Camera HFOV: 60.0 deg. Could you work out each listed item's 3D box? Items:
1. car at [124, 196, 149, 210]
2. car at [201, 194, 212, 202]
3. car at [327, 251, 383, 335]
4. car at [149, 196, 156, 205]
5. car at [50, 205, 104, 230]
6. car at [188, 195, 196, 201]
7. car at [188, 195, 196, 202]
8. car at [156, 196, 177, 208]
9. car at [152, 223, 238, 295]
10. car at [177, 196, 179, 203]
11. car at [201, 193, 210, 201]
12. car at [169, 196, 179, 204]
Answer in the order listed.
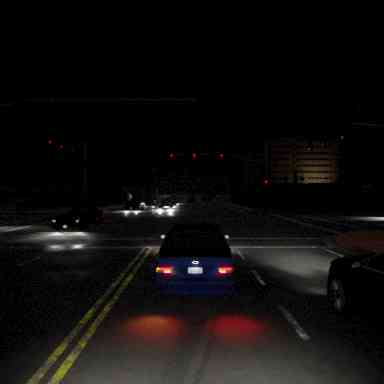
[{"bbox_3d":[-7.182,1.547,42.326,2.033,1.411,5.357,0,0,2],"label":"car"},{"bbox_3d":[3.428,1.344,74.675,2.097,1.767,4.553,0,0,0],"label":"car"},{"bbox_3d":[3.558,1.491,4.640,2.128,1.511,4.902,0,0,0],"label":"car"},{"bbox_3d":[-7.139,1.503,56.535,1.837,1.490,4.892,0,1,0],"label":"car"},{"bbox_3d":[-7.119,1.548,21.292,2.033,1.411,5.357,0,0,0],"label":"car"},{"bbox_3d":[-0.082,1.425,84.656,1.994,1.385,4.181,0,0,0],"label":"car"},{"bbox_3d":[-0.072,1.531,74.382,2.033,1.411,5.357,0,0,0],"label":"car"},{"bbox_3d":[-3.645,1.601,47.576,1.895,1.301,4.718,0,0,0],"label":"car"},{"bbox_3d":[0.074,1.547,8.882,2.033,1.411,5.357,0,0,0],"label":"car"},{"bbox_3d":[-3.639,1.491,56.893,2.128,1.511,4.902,0,0,0],"label":"car"},{"bbox_3d":[3.418,1.228,84.631,2.097,1.767,4.553,0,0,0],"label":"car"},{"bbox_3d":[-3.586,1.505,66.939,1.837,1.490,4.892,0,0,0],"label":"car"}]
